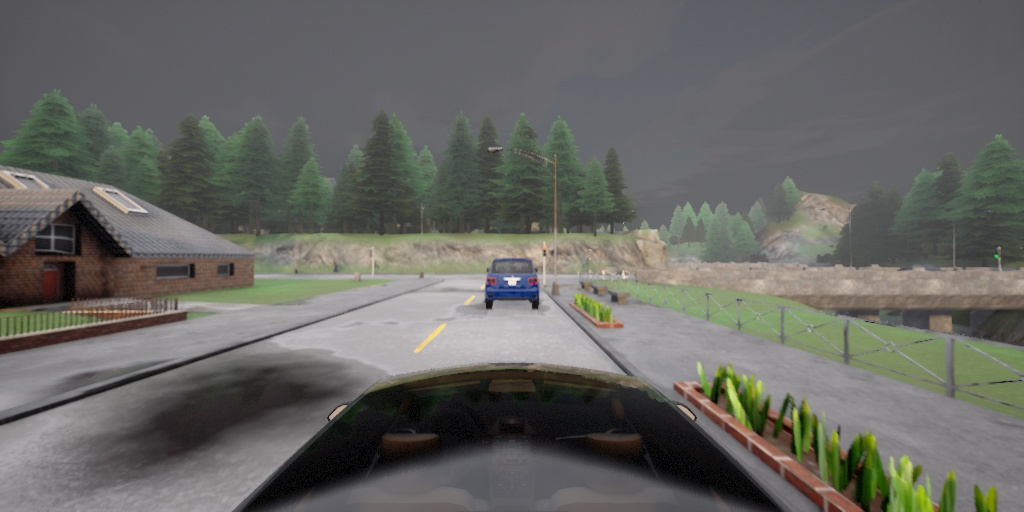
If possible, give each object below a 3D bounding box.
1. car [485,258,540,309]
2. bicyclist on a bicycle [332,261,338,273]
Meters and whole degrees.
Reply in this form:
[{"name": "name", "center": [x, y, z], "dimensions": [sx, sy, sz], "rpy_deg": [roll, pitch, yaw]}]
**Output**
[{"name": "car", "center": [0.011, 1.103, 15.863], "dimensions": [2.150, 2.045, 5.566], "rpy_deg": [0, 0, 0]}, {"name": "bicyclist on a bicycle", "center": [-23.907, 1.549, 48.421], "dimensions": [0.582, 1.620, 1.656], "rpy_deg": [0, 0, 0]}]
